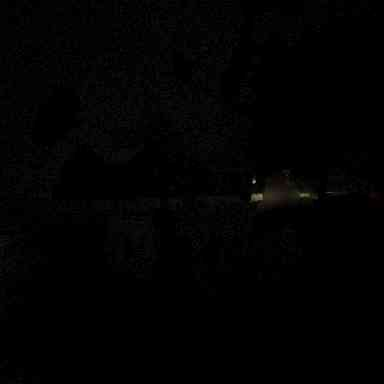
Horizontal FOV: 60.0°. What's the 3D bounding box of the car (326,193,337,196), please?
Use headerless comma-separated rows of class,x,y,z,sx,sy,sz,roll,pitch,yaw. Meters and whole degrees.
car,22.024,0.943,52.504,2.097,1.767,4.553,0,0,36
